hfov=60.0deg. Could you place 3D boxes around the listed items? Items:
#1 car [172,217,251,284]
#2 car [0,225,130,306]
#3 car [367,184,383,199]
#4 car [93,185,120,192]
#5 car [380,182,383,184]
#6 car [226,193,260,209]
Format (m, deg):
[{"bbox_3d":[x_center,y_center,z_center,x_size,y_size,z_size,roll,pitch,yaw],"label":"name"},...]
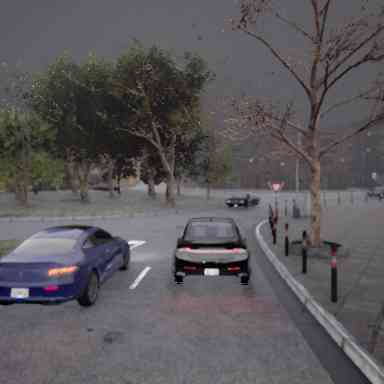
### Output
[{"bbox_3d":[0.547,1.456,9.526,2.128,1.511,4.902,0,1,3],"label":"car"},{"bbox_3d":[-2.786,1.503,7.885,1.812,1.442,4.674,0,1,3],"label":"car"},{"bbox_3d":[24.931,0.044,42.903,4.902,1.511,2.128,-2,3,-21],"label":"car"},{"bbox_3d":[-15.872,-0.658,61.537,4.718,1.301,1.895,0,3,-7],"label":"car"},{"bbox_3d":[34.318,-0.961,59.144,2.185,1.767,4.553,-1,3,-16],"label":"car"},{"bbox_3d":[4.863,0.785,30.984,1.895,1.301,4.718,1,3,28],"label":"car"}]
